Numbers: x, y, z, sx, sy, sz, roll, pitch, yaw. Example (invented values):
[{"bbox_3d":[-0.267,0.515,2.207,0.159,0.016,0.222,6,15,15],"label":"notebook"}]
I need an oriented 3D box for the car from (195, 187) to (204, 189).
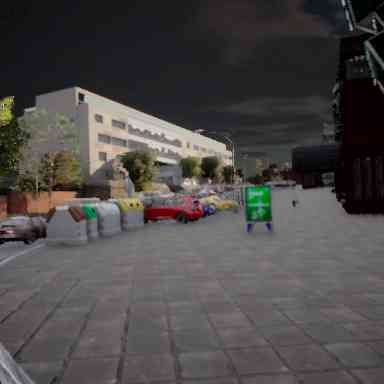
[{"bbox_3d":[-0.673,0.351,63.757,4.553,1.767,2.185,-2,2,21],"label":"car"}]

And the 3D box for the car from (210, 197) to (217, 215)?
[{"bbox_3d":[-0.807,1.553,28.421,5.008,1.535,2.097,-2,1,21],"label":"car"}]

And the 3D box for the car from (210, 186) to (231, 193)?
[{"bbox_3d":[7.212,-0.570,84.514,5.008,1.535,2.097,-2,2,21],"label":"car"}]

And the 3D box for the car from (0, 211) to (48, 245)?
[{"bbox_3d":[-8.879,2.002,18.284,2.033,1.411,5.357,-2,-1,7],"label":"car"}]

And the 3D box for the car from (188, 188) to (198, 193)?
[{"bbox_3d":[-1.595,0.635,61.127,4.792,1.488,2.163,-2,2,21],"label":"car"}]

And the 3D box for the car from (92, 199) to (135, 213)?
[{"bbox_3d":[-9.513,1.697,40.256,4.674,1.452,2.002,-2,2,21],"label":"car"}]

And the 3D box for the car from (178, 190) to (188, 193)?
[{"bbox_3d":[-3.676,0.751,55.808,4.553,1.767,2.185,-2,2,21],"label":"car"}]

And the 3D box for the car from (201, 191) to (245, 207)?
[{"bbox_3d":[3.352,1.028,39.425,4.892,1.521,2.231,-2,2,21],"label":"car"}]

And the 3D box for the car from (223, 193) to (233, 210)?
[{"bbox_3d":[1.054,1.313,33.883,5.366,1.575,1.946,-2,2,21],"label":"car"}]

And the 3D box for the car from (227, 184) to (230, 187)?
[{"bbox_3d":[6.230,-0.568,82.028,4.553,1.767,2.185,-2,2,21],"label":"car"}]

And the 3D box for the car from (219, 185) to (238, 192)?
[{"bbox_3d":[10.216,-0.968,92.463,4.892,1.521,2.231,-2,2,21],"label":"car"}]

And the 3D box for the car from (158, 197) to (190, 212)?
[{"bbox_3d":[-1.959,1.453,38.326,1.895,1.301,4.718,-2,2,21],"label":"car"}]

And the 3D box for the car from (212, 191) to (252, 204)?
[{"bbox_3d":[5.405,0.785,44.791,4.792,1.488,2.163,-2,2,21],"label":"car"}]

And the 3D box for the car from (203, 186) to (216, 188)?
[{"bbox_3d":[1.296,-0.037,68.971,5.566,2.045,2.435,-2,2,21],"label":"car"}]

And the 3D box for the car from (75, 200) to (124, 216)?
[{"bbox_3d":[-10.504,1.789,37.649,4.892,1.521,2.231,-2,2,21],"label":"car"}]

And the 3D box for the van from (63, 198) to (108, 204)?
[{"bbox_3d":[-11.387,1.684,34.988,4.442,1.987,1.878,-2,1,21],"label":"van"}]

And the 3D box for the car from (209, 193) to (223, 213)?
[{"bbox_3d":[0.153,1.318,31.076,4.553,1.767,2.185,-2,2,21],"label":"car"}]

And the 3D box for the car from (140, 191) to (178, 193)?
[{"bbox_3d":[-5.555,0.880,50.679,5.566,2.045,2.435,-2,2,21],"label":"car"}]

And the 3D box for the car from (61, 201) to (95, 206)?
[{"bbox_3d":[-12.472,2.019,32.408,4.892,1.521,2.231,-2,1,21],"label":"car"}]

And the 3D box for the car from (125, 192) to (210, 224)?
[{"bbox_3d":[-1.892,1.394,25.676,5.566,2.045,2.435,-2,1,21],"label":"car"}]

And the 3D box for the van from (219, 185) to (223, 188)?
[{"bbox_3d":[4.173,-0.402,76.836,4.442,1.987,1.878,-2,2,21],"label":"van"}]

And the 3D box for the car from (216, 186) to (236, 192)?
[{"bbox_3d":[9.218,-0.836,89.856,4.892,1.521,2.231,-2,2,21],"label":"car"}]

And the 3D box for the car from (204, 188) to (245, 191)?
[{"bbox_3d":[4.362,0.768,42.040,4.553,1.767,2.185,-2,2,21],"label":"car"}]

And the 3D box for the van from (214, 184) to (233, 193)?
[{"bbox_3d":[8.335,-0.936,87.195,4.442,1.987,1.878,-2,2,21],"label":"van"}]

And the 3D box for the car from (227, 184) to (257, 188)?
[{"bbox_3d":[8.496,0.212,53.162,4.553,1.767,2.185,-2,2,21],"label":"car"}]

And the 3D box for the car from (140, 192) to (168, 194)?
[{"bbox_3d":[-6.549,1.263,48.083,5.008,1.535,2.097,-2,2,21],"label":"car"}]

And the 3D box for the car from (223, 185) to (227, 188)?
[{"bbox_3d":[5.284,-0.273,79.413,4.674,1.452,2.002,-2,2,21],"label":"car"}]

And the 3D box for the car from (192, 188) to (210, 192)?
[{"bbox_3d":[2.148,0.555,58.061,1.812,1.442,4.674,-2,2,21],"label":"car"}]

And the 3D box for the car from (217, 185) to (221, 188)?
[{"bbox_3d":[3.281,-0.019,74.200,4.792,1.488,2.163,-2,2,21],"label":"car"}]

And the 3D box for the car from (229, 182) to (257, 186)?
[{"bbox_3d":[9.538,-0.048,55.765,5.566,2.045,2.435,-2,2,21],"label":"car"}]

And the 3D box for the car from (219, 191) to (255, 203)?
[{"bbox_3d":[6.413,0.659,47.549,4.674,1.452,2.002,-2,2,21],"label":"car"}]
